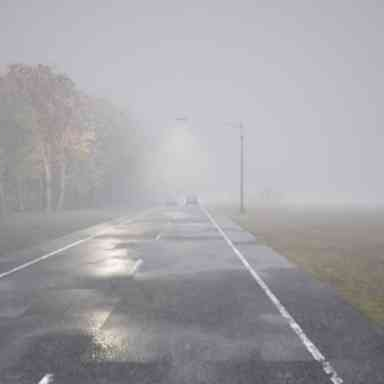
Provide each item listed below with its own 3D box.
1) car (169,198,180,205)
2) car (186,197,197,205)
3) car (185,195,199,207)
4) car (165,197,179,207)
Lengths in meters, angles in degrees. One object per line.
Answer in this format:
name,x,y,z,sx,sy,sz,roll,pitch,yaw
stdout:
car,-3.511,1.937,67.160,1.895,1.301,4.718,0,0,0
car,-0.012,1.817,67.131,2.128,1.511,4.902,0,0,0
car,-0.009,1.522,56.739,2.150,2.045,5.566,0,0,0
car,-3.509,1.654,57.061,2.097,1.767,4.553,0,0,0
